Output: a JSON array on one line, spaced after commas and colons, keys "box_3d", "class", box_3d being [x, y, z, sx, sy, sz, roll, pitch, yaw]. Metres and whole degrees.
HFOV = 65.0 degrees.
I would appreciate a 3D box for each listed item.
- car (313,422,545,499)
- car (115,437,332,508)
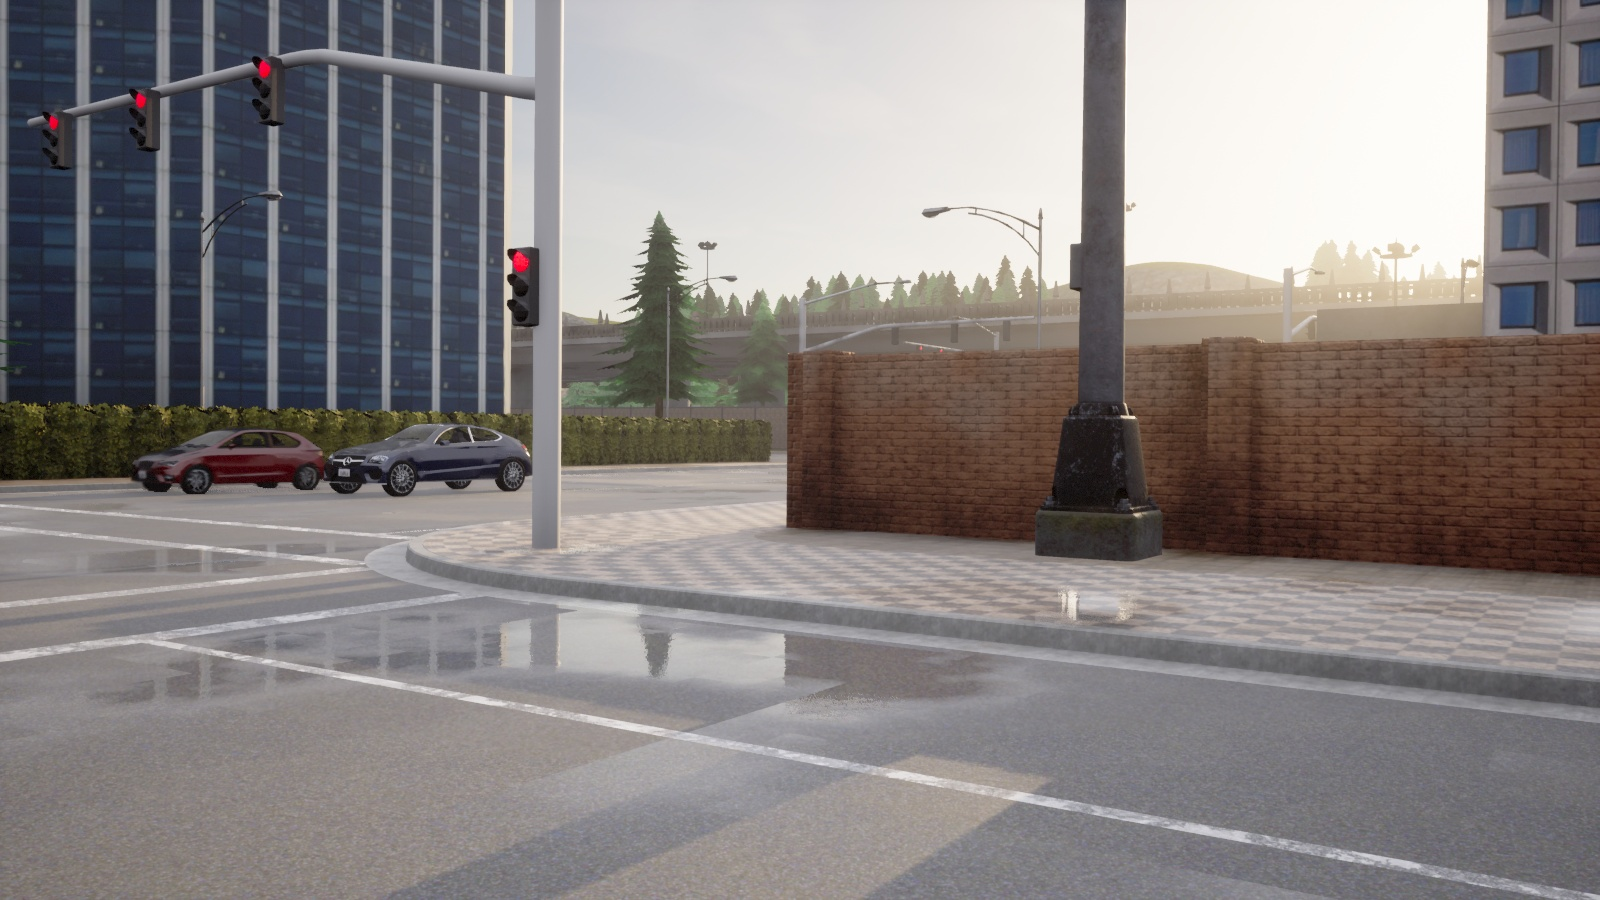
[{"box_3d": [-8.596, 0.184, 29.564, 2.152, 1.651, 5.027, 0, 1, 33], "class": "car"}, {"box_3d": [-13.176, 0.469, 28.949, 1.816, 1.474, 4.193, 0, 1, 33], "class": "car"}]
